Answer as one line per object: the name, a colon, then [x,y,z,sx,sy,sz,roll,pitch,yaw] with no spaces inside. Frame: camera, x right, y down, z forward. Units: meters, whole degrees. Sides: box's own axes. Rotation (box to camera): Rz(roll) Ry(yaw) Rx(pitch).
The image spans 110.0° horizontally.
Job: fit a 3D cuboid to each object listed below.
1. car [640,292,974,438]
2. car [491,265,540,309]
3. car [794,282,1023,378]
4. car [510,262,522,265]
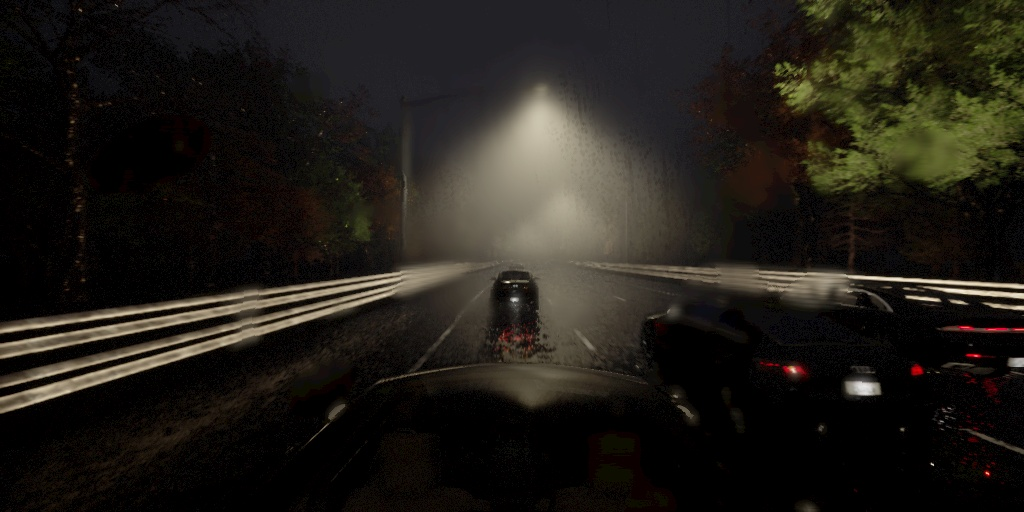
car: [3.606,1.341,5.681,1.994,1.385,4.181,0,0,0]
car: [0.147,1.340,15.443,1.837,1.490,4.892,0,0,0]
car: [7.110,1.282,7.444,2.128,1.511,4.902,0,0,0]
car: [0.628,1.526,48.853,2.128,1.511,4.902,0,0,1]
